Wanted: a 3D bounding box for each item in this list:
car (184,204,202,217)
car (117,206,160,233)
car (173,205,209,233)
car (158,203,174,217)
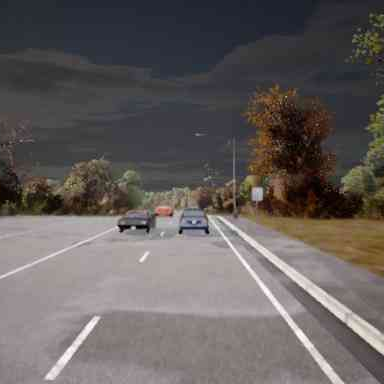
[{"bbox_3d":[0.134,2.309,40.418,2.033,1.411,5.357,0,-4,0],"label":"car"},{"bbox_3d":[-3.396,1.828,21.477,1.895,1.301,4.718,0,-1,0],"label":"car"},{"bbox_3d":[0.109,1.771,21.240,2.033,1.411,5.357,0,-1,0],"label":"car"},{"bbox_3d":[-3.367,2.215,41.866,2.097,1.767,4.553,0,-4,0],"label":"car"}]
